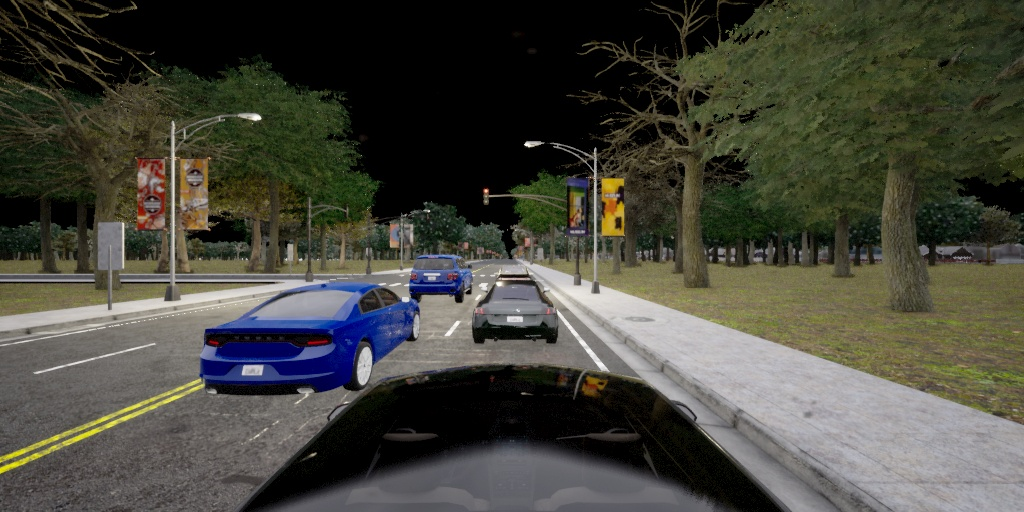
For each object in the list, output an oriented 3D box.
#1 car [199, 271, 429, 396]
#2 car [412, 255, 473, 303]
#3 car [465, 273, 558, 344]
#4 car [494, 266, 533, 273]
[{"bbox_3d":[-3.150,1.228,6.805,1.882,1.535,5.008,0,0,0],"label":"car"},{"bbox_3d":[-3.151,0.974,16.791,2.150,2.045,5.566,0,0,0],"label":"car"},{"bbox_3d":[0.094,1.315,9.631,1.994,1.385,4.181,0,0,1],"label":"car"},{"bbox_3d":[0.099,1.244,18.533,2.128,1.511,4.902,0,0,0],"label":"car"}]
